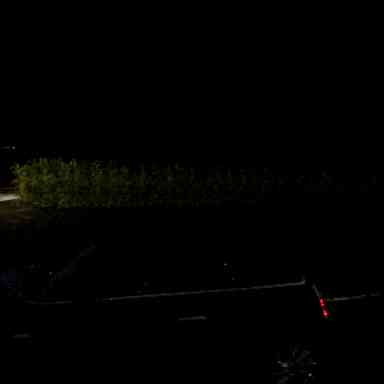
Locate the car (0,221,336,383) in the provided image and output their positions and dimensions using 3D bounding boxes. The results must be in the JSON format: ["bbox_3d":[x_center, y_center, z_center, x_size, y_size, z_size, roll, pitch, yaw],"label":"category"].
[{"bbox_3d":[-0.747,1.240,4.015,4.553,1.767,2.097,1,1,-13],"label":"car"}]
